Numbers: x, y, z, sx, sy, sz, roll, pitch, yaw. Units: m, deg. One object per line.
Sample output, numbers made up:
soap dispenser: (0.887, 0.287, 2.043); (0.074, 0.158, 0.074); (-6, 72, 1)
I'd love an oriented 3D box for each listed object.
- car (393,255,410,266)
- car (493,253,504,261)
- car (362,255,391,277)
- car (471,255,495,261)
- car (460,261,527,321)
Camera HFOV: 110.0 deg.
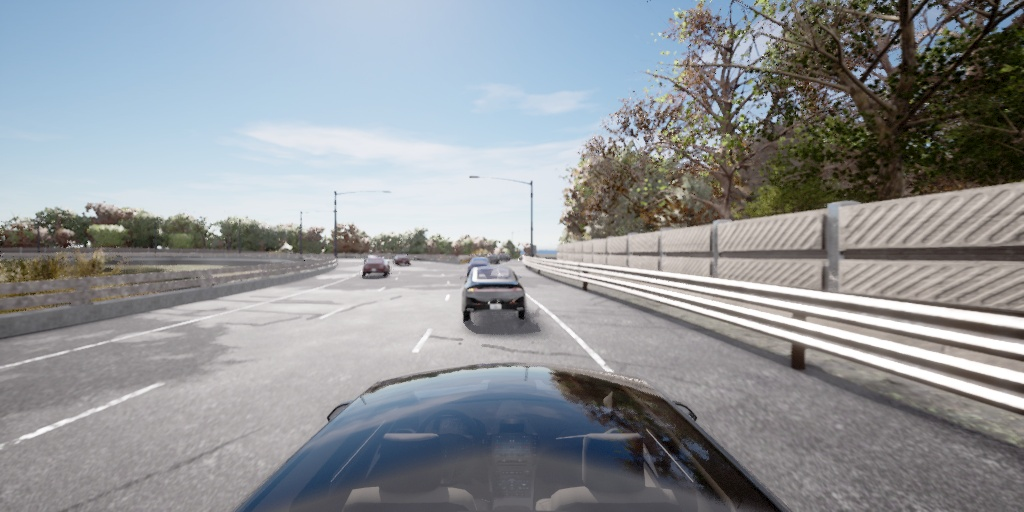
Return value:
car: (-15.519, 0.555, 50.217); (1.812, 1.442, 4.674); (0, 1, -26)
car: (-2.860, 0.431, 54.664); (2.128, 1.511, 4.902); (0, 1, 3)
car: (-11.150, 0.865, 29.558); (1.812, 1.442, 4.674); (0, 1, -15)
car: (-2.493, 0.877, 27.852); (1.812, 1.442, 4.674); (0, 1, -5)
car: (-0.676, 1.086, 11.882); (2.128, 1.511, 4.902); (0, 1, -6)
